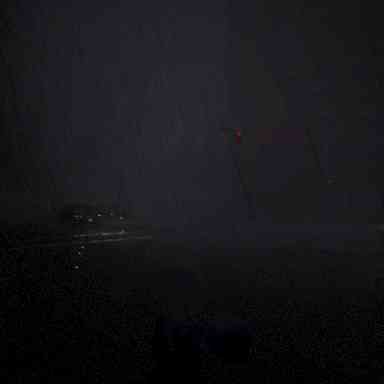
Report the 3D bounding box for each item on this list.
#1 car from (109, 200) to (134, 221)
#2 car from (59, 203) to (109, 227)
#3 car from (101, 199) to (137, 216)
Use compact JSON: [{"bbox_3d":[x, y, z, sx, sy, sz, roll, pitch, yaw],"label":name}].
[{"bbox_3d":[-7.029,1.630,28.149,2.033,1.411,5.357,1,0,-35],"label":"car"},{"bbox_3d":[-7.900,1.547,23.304,2.128,1.511,4.902,1,0,-35],"label":"car"},{"bbox_3d":[-7.949,1.603,35.840,2.128,1.511,4.902,1,0,-35],"label":"car"}]
